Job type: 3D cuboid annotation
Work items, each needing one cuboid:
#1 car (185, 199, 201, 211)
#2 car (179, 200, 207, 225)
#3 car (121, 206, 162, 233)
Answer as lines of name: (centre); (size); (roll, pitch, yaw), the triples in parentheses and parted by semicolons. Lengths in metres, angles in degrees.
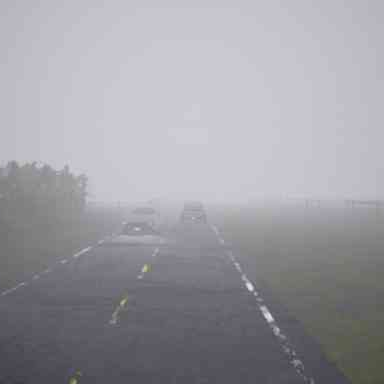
car: (0.113, 1.605, 42.059); (1.895, 1.301, 4.718); (0, 0, 0)
car: (0.107, 1.494, 24.319); (2.128, 1.511, 4.902); (0, 0, 0)
car: (-2.846, 1.550, 19.979); (2.033, 1.411, 5.357); (0, 0, 0)
